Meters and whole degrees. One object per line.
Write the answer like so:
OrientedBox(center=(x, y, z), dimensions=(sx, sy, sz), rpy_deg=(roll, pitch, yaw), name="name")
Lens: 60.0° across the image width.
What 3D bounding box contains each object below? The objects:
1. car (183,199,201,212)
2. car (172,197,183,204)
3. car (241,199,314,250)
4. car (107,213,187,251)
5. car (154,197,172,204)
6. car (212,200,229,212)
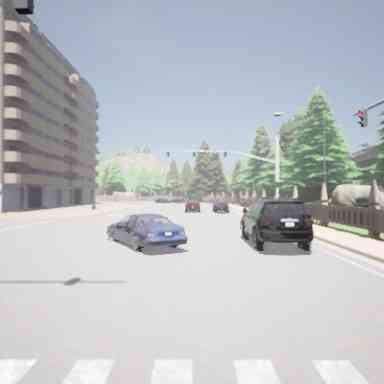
OrientedBox(center=(0.096, 1.759, 43.957), dimensions=(1.882, 1.535, 5.008), rpy_deg=(0, 0, 0), name="car")
OrientedBox(center=(-3.486, 2.034, 79.780), dimensions=(1.812, 1.442, 4.674), rpy_deg=(0, 0, -33), name="car")
OrientedBox(center=(3.598, 1.319, 14.914), dimensions=(2.150, 2.045, 5.566), rpy_deg=(0, -1, 0), name="car")
OrientedBox(center=(-2.189, 1.663, 14.825), dimensions=(2.033, 1.411, 5.357), rpy_deg=(0, -1, -31), name="car")
OrientedBox(center=(-7.312, 2.031, 79.197), dimensions=(1.812, 1.442, 4.674), rpy_deg=(0, 0, -37), name="car")
OrientedBox(center=(3.596, 1.763, 42.379), dimensions=(2.128, 1.511, 4.902), rpy_deg=(0, 0, 0), name="car")
